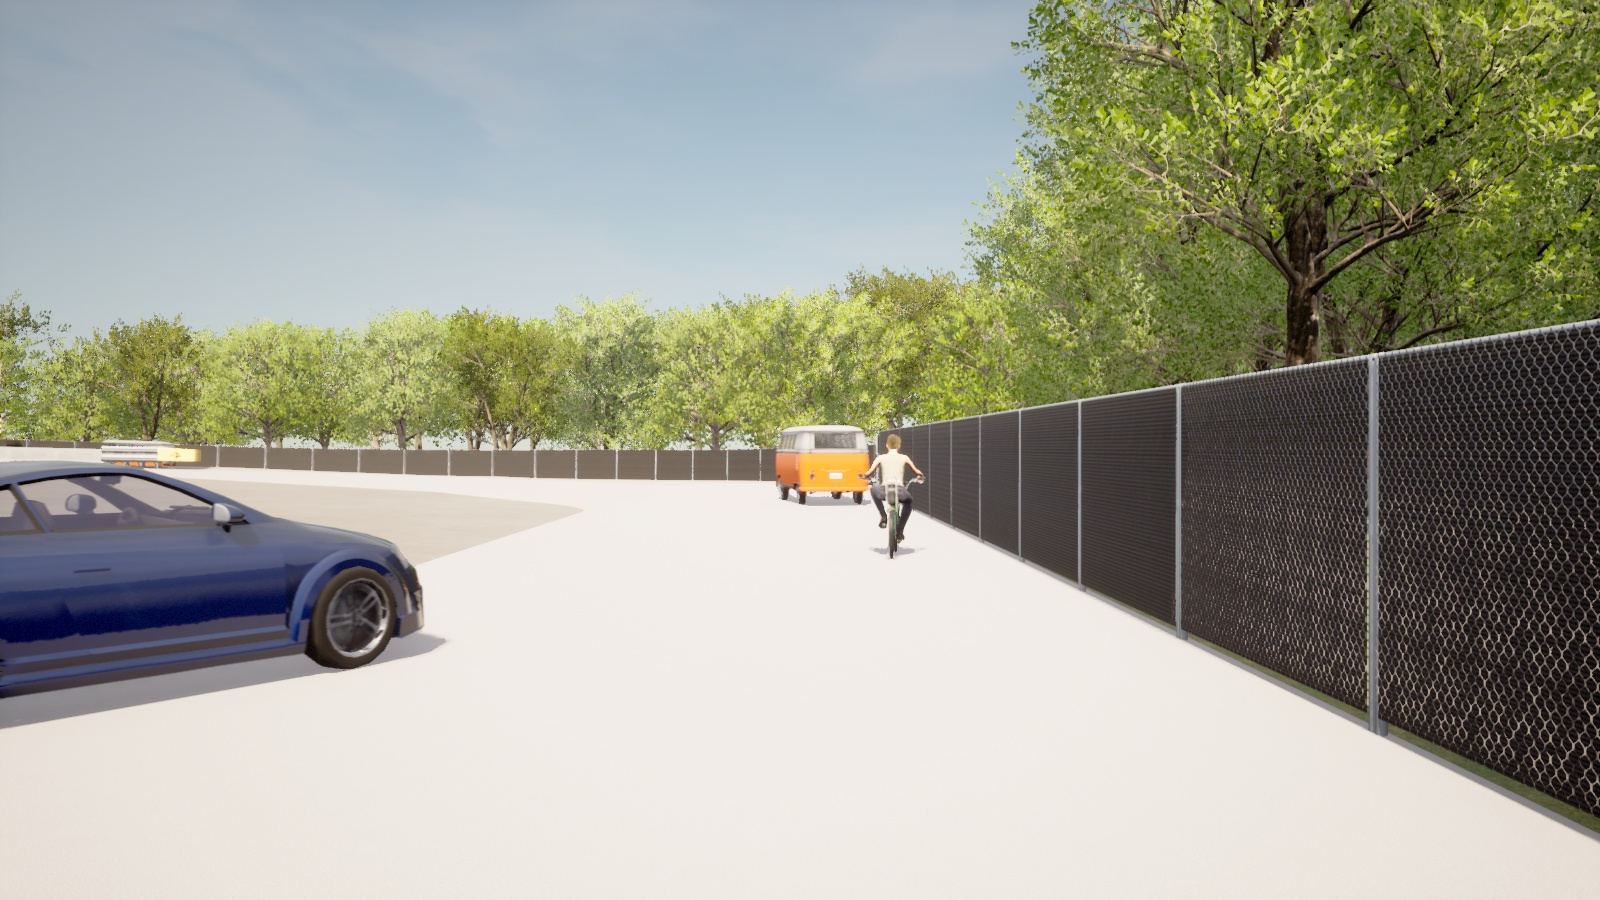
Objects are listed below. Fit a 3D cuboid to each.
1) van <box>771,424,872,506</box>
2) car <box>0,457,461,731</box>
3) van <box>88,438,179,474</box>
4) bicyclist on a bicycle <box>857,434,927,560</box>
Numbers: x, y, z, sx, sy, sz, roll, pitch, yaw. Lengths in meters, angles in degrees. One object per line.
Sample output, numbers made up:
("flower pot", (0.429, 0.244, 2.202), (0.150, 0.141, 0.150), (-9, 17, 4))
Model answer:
("van", (0.478, 0.363, 32.857), (1.775, 1.987, 4.442), (0, 0, -11))
("car", (-4.431, 0.753, 7.837), (1.994, 1.385, 4.181), (1, 0, 33))
("van", (-39.819, 0.383, 75.069), (4.442, 1.987, 1.775), (2, -2, 2))
("bicyclist on a bicycle", (1.265, 0.602, 16.930), (0.866, 1.612, 1.509), (0, 0, 7))
